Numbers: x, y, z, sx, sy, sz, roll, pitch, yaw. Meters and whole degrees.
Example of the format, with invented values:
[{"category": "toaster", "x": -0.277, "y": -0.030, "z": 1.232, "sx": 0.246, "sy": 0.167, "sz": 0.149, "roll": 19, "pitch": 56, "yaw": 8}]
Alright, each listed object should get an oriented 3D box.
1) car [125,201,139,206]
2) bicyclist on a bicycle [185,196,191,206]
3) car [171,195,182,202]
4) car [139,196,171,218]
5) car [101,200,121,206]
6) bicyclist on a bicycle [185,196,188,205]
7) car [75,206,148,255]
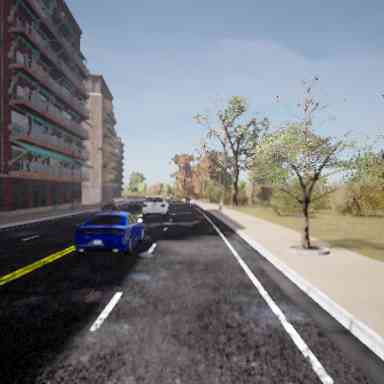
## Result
[{"category": "car", "x": -7.171, "y": 1.755, "z": 41.514, "sx": 1.994, "sy": 1.385, "sz": 4.181, "roll": 0, "pitch": 0, "yaw": -2}, {"category": "bicyclist on a bicycle", "x": -0.496, "y": 1.710, "z": 57.751, "sx": 0.582, "sy": 1.620, "sz": 1.656, "roll": 0, "pitch": -1, "yaw": -4}, {"category": "car", "x": -3.669, "y": 1.761, "z": 85.391, "sx": 1.882, "sy": 1.535, "sz": 5.008, "roll": 0, "pitch": 0, "yaw": -6}, {"category": "car", "x": -3.405, "y": 1.368, "z": 31.806, "sx": 2.150, "sy": 2.045, "sz": 5.566, "roll": 0, "pitch": 0, "yaw": -1}, {"category": "car", "x": -10.480, "y": 1.763, "z": 43.013, "sx": 1.994, "sy": 1.385, "sz": 4.181, "roll": 0, "pitch": 0, "yaw": -2}, {"category": "bicyclist on a bicycle", "x": -1.111, "y": 1.663, "z": 66.627, "sx": 0.659, "sy": 1.776, "sz": 1.843, "roll": 0, "pitch": 0, "yaw": -4}, {"category": "car", "x": -3.161, "y": 1.541, "z": 13.576, "sx": 1.882, "sy": 1.535, "sz": 5.008, "roll": 0, "pitch": 0, "yaw": 0}]
